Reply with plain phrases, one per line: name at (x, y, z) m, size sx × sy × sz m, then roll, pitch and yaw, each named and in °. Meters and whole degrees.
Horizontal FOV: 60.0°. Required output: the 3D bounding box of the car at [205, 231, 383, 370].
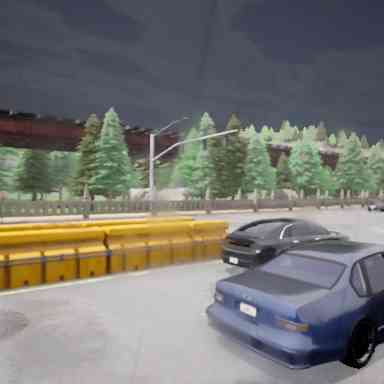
car at (2.776, 1.586, 5.763) m, size 5.357 × 1.411 × 2.033 m, roll 0°, pitch 0°, yaw -35°

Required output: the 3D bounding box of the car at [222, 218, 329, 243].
car at (3.087, 1.565, 10.273) m, size 4.892 × 1.490 × 1.837 m, roll 0°, pitch 0°, yaw -35°

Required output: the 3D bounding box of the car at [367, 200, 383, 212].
car at (24.617, 1.806, 43.072) m, size 4.902 × 1.511 × 2.128 m, roll 0°, pitch 0°, yaw -36°
